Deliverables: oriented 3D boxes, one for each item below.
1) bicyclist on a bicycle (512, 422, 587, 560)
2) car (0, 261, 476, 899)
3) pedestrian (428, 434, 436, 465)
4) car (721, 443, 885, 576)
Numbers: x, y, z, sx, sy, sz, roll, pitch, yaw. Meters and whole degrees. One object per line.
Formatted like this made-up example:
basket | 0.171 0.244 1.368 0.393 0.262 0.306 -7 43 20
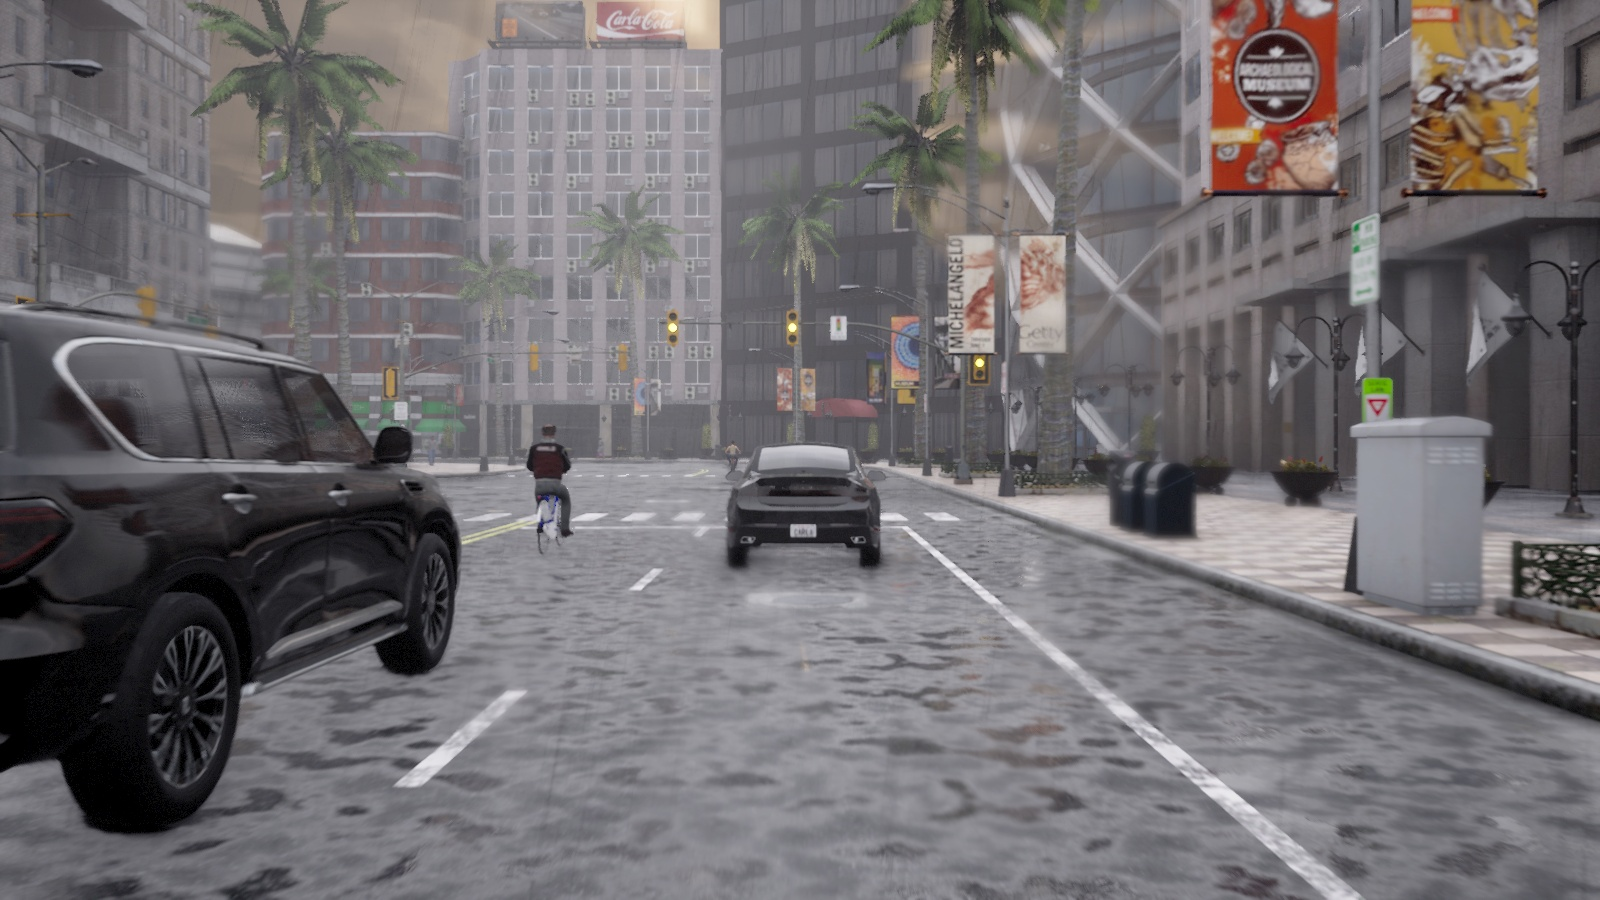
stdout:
bicyclist on a bicycle | -3.410 0.516 17.235 0.659 1.776 1.843 0 2 0
car | -3.457 0.429 6.416 2.150 2.045 5.566 0 1 0
pedestrian | -21.479 -0.024 73.213 0.354 1.836 0.706 0 0 -8
car | 0.069 0.658 16.507 1.837 1.490 4.892 0 0 1
